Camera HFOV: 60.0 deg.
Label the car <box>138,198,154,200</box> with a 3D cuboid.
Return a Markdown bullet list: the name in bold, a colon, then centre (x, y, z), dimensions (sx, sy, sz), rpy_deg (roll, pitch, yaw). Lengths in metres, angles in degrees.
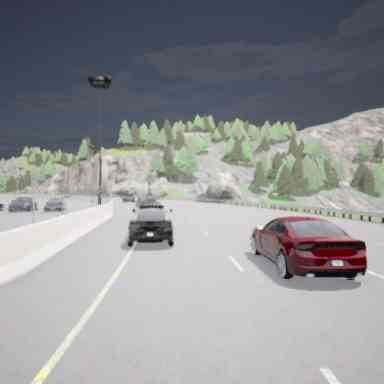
- **car**: centre (-3.018, 1.455, 25.232), dimensions (1.837, 1.490, 4.892), rpy_deg (0, 0, -8)

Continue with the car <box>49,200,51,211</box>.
- **car**: centre (-14.887, 1.458, 36.474), dimensions (1.812, 1.442, 4.674), rpy_deg (0, 0, -13)

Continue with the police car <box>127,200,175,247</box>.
- **police car**: centre (-1.812, 1.395, 15.182), dimensions (1.930, 1.638, 5.238), rpy_deg (0, 0, -5)

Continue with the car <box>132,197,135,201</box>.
- **car**: centre (-7.223, 1.450, 49.748), dimensions (2.033, 1.411, 5.357), rpy_deg (0, 0, -16)

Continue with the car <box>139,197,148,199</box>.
- **car**: centre (-4.019, 1.444, 31.290), dimensions (1.837, 1.490, 4.892), rpy_deg (0, 0, -10)

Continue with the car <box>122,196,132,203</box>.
- **car**: centre (-12.483, 1.448, 65.641), dimensions (1.994, 1.385, 4.181), rpy_deg (0, 0, -23)

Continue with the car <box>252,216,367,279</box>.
- **car**: centre (3.158, 1.456, 9.999), dimensions (1.882, 1.535, 5.008), rpy_deg (0, 0, -3)
